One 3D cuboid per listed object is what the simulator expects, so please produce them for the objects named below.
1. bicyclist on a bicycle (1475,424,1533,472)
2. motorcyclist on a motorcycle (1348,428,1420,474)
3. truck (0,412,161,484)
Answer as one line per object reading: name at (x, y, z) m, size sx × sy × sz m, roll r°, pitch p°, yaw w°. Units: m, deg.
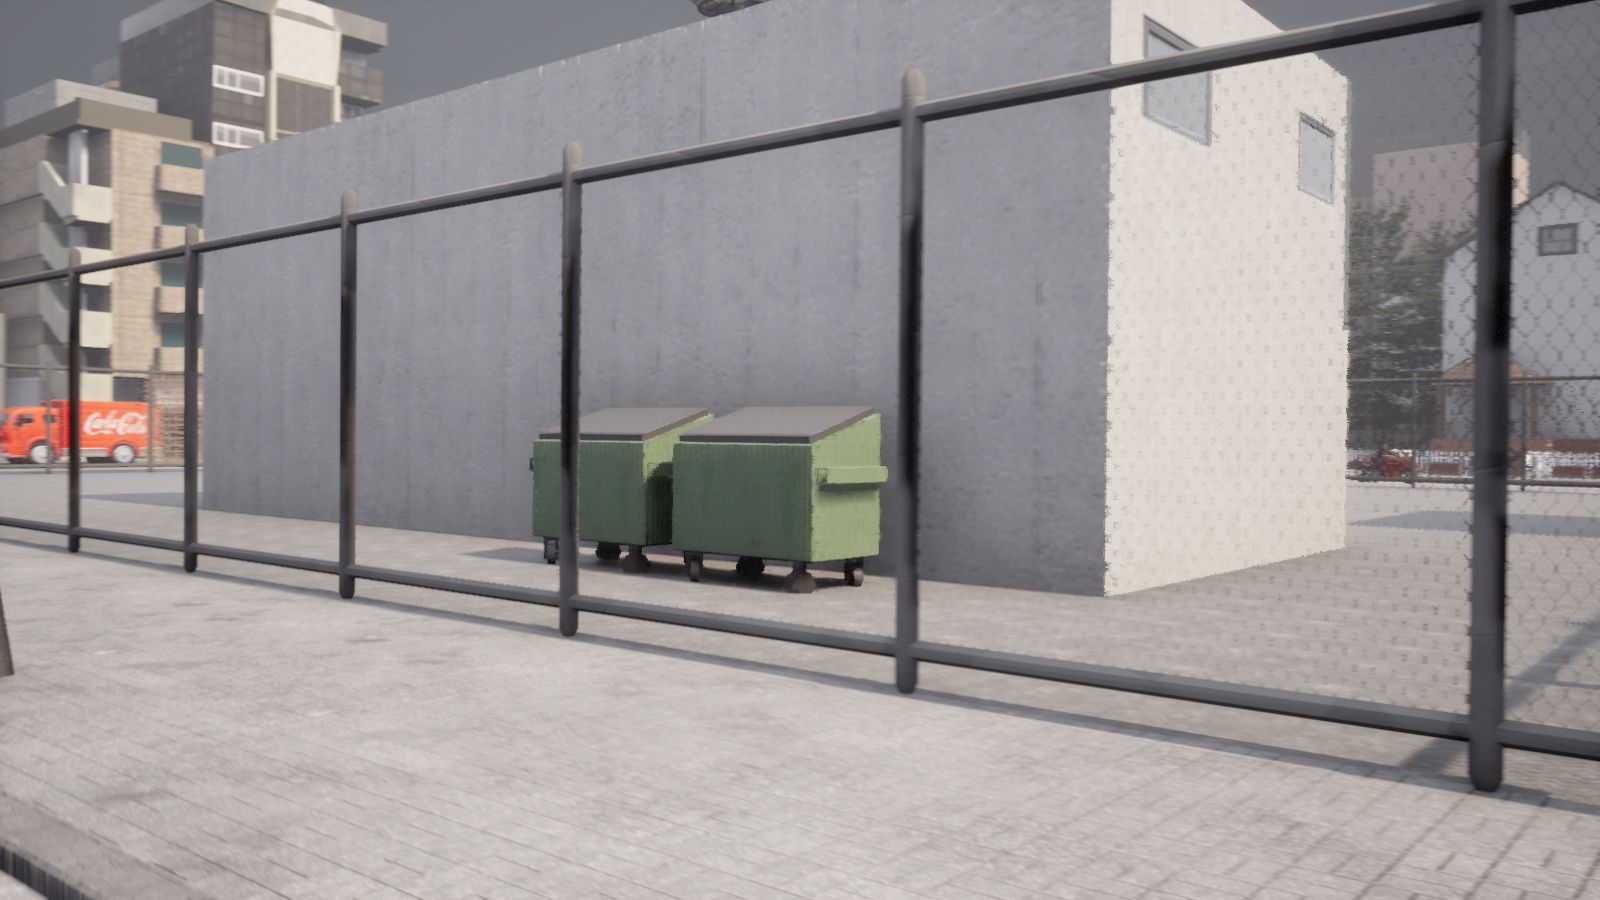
bicyclist on a bicycle at (24.256, -0.058, 43.263) m, size 1.656 × 1.620 × 0.582 m, roll 0°, pitch 1°, yaw 40°
motorcyclist on a motorcycle at (19.512, 0.026, 41.994) m, size 2.044 × 1.523 × 0.797 m, roll 0°, pitch 1°, yaw 39°
truck at (-26.638, -0.111, 45.916) m, size 2.627 × 2.467 × 5.204 m, roll 0°, pitch 1°, yaw 39°
